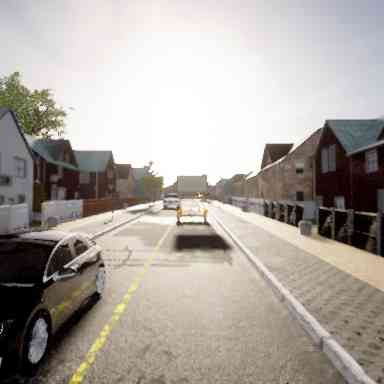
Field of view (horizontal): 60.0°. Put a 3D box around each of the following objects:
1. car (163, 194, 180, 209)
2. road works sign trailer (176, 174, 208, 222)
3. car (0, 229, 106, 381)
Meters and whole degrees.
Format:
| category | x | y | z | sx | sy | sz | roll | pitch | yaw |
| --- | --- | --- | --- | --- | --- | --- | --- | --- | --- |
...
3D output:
| category | x | y | z | sx | sy | sz | roll | pitch | yaw |
| --- | --- | --- | --- | --- | --- | --- | --- | --- | --- |
| car | -2.823 | 1.234 | 46.492 | 2.150 | 2.045 | 5.566 | 0 | 0 | 0 |
| road works sign trailer | 0.002 | 0.430 | 25.592 | 2.380 | 3.560 | 2.880 | 0 | 0 | 1 |
| car | -2.848 | 1.490 | 5.688 | 1.837 | 1.490 | 4.892 | 0 | 0 | 0 |
